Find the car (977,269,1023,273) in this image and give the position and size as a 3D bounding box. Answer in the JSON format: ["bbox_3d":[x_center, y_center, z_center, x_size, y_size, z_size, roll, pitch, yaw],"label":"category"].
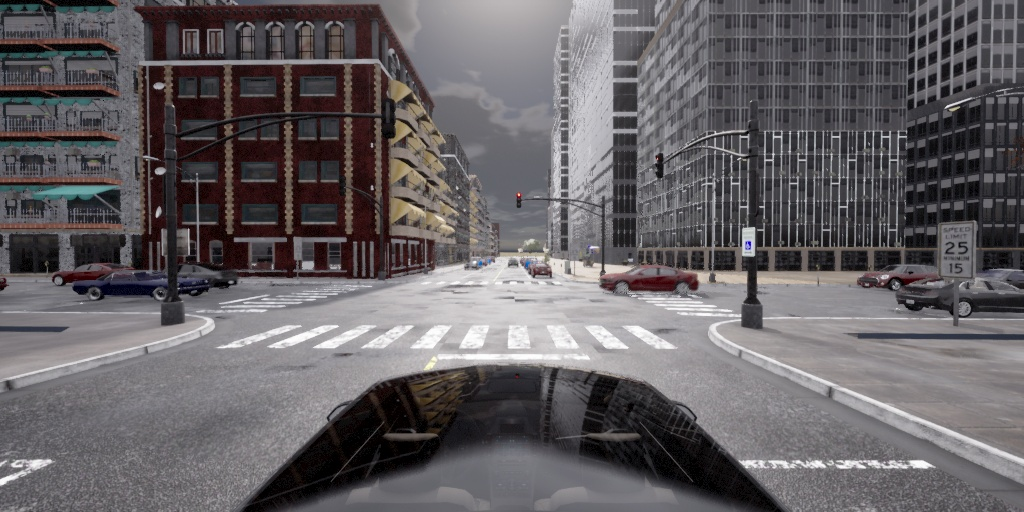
[{"bbox_3d":[25.885,1.392,18.839,5.357,1.411,2.033,0,1,1],"label":"car"}]

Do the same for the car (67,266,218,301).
[{"bbox_3d":[-16.643,1.299,16.316,4.718,1.301,1.895,0,1,1],"label":"car"}]

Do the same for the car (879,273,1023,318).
[{"bbox_3d":[16.740,1.445,13.076,4.403,1.370,2.007,0,0,1],"label":"car"}]

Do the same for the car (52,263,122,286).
[{"bbox_3d":[-25.811,1.110,22.368,4.507,1.381,1.888,0,0,1],"label":"car"}]

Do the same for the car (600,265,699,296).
[{"bbox_3d":[7.241,1.232,19.141,5.008,1.535,1.882,1,1,1],"label":"car"}]

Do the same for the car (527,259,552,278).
[{"bbox_3d":[2.728,1.271,33.414,1.888,1.381,4.507,0,0,0],"label":"car"}]

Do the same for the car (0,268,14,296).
[{"bbox_3d":[-26.522,1.255,16.475,4.718,1.301,1.895,0,1,1],"label":"car"}]

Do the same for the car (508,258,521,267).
[{"bbox_3d":[0.240,1.281,64.056,1.895,1.301,4.718,0,0,0],"label":"car"}]

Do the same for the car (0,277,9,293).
[{"bbox_3d":[-22.597,1.259,13.704,4.507,1.381,1.888,0,0,1],"label":"car"}]

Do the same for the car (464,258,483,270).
[{"bbox_3d":[-5.583,1.269,50.337,1.948,1.339,4.313,0,0,0],"label":"car"}]

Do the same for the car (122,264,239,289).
[{"bbox_3d":[-17.684,1.149,19.535,4.892,1.490,1.837,1,1,1],"label":"car"}]

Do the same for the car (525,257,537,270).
[{"bbox_3d":[2.740,1.159,39.060,1.967,1.591,4.097,0,0,0],"label":"car"}]

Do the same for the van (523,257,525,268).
[{"bbox_3d":[2.766,1.044,50.352,1.690,1.789,3.998,0,0,0],"label":"van"}]

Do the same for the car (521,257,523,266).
[{"bbox_3d":[2.778,1.240,55.998,1.888,1.381,4.507,0,0,0],"label":"car"}]

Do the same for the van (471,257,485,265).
[{"bbox_3d":[-5.570,1.036,55.984,1.690,1.789,3.998,0,0,0],"label":"van"}]

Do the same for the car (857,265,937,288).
[{"bbox_3d":[23.418,1.230,21.609,4.097,1.591,1.967,0,0,1],"label":"car"}]
